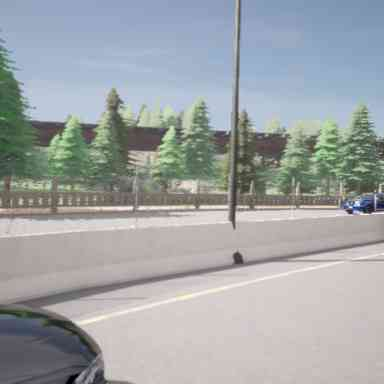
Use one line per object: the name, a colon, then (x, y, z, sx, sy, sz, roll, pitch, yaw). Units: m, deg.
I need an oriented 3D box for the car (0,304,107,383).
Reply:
car: (-2.818, 1.369, 1.669, 4.902, 1.511, 2.128, 1, 1, -43)
